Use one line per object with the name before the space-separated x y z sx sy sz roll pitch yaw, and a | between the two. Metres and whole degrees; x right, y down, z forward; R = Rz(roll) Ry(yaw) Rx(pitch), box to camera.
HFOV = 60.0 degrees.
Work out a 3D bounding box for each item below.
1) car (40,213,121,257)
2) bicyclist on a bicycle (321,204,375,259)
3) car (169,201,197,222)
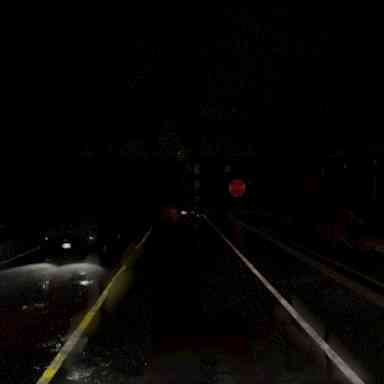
car | -3.950 1.477 12.382 1.994 1.385 4.181 0 0 -1
bicyclist on a bicycle | 4.645 1.189 9.914 1.656 1.620 0.582 0 0 -2
car | -0.648 1.342 23.859 2.033 1.411 5.357 0 1 -2
